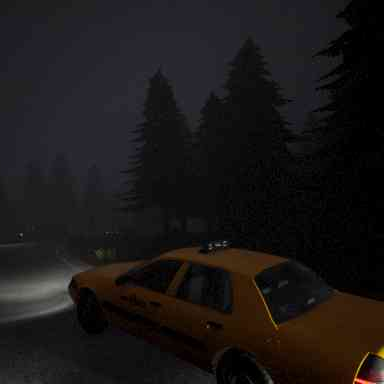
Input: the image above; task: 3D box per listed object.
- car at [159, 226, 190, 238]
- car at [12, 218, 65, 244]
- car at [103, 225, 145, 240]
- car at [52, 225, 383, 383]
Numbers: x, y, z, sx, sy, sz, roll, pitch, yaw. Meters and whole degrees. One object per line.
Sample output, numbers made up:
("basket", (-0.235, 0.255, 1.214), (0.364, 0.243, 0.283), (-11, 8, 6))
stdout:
("car", (-2.320, 5.544, 46.285), (1.882, 1.535, 5.008), (-5, -8, 30))
("car", (-12.734, 3.231, 28.211), (2.150, 2.045, 5.566), (-4, -7, 6))
("car", (-7.444, 4.510, 36.980), (2.033, 1.411, 5.357), (-4, -8, 20))
("car", (0.116, 1.441, 4.758), (5.366, 1.575, 1.801), (0, 1, 43))
